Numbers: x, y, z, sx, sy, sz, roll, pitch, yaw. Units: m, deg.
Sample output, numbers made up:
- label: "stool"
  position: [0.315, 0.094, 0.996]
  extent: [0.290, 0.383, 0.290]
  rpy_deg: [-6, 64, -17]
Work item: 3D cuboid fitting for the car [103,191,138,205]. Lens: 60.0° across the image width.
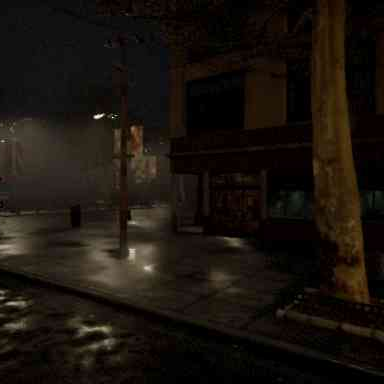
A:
- label: "car"
  position: [-10.575, 0.915, 49.535]
  extent: [2.150, 2.045, 5.566]
  rpy_deg: [1, 0, 36]
